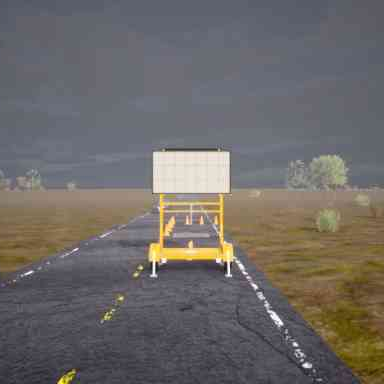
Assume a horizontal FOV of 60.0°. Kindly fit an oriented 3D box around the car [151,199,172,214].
[{"bbox_3d":[-3.173,1.492,35.415,2.128,1.511,4.902,0,0,0],"label":"car"}]

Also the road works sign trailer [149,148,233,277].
[{"bbox_3d":[-0.021,0.464,10.237,2.380,3.560,2.880,0,0,0],"label":"road works sign trailer"}]

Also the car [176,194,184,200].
[{"bbox_3d":[-3.181,1.350,89.985,2.097,1.767,4.553,0,0,0],"label":"car"}]
